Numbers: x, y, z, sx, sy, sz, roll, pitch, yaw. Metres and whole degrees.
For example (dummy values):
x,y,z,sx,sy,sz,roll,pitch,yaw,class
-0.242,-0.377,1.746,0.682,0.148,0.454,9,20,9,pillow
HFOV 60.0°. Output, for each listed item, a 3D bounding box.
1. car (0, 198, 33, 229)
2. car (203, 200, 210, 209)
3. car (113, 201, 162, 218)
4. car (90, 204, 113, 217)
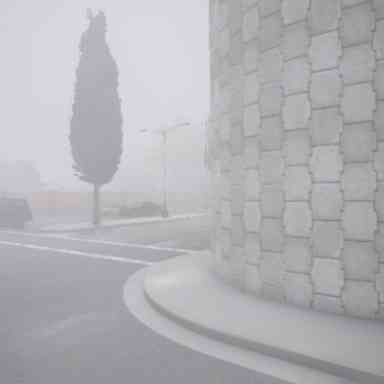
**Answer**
x,y,z,sx,sy,sz,roll,pitch,yaw,class
-13.251,1.449,21.428,2.150,2.045,5.566,-1,0,35,car
3.565,1.773,51.486,1.837,1.490,4.892,-1,-1,35,car
-5.072,1.708,33.110,1.882,1.535,5.008,-1,0,35,car
-8.224,1.866,34.707,1.895,1.301,4.718,-1,0,35,car
